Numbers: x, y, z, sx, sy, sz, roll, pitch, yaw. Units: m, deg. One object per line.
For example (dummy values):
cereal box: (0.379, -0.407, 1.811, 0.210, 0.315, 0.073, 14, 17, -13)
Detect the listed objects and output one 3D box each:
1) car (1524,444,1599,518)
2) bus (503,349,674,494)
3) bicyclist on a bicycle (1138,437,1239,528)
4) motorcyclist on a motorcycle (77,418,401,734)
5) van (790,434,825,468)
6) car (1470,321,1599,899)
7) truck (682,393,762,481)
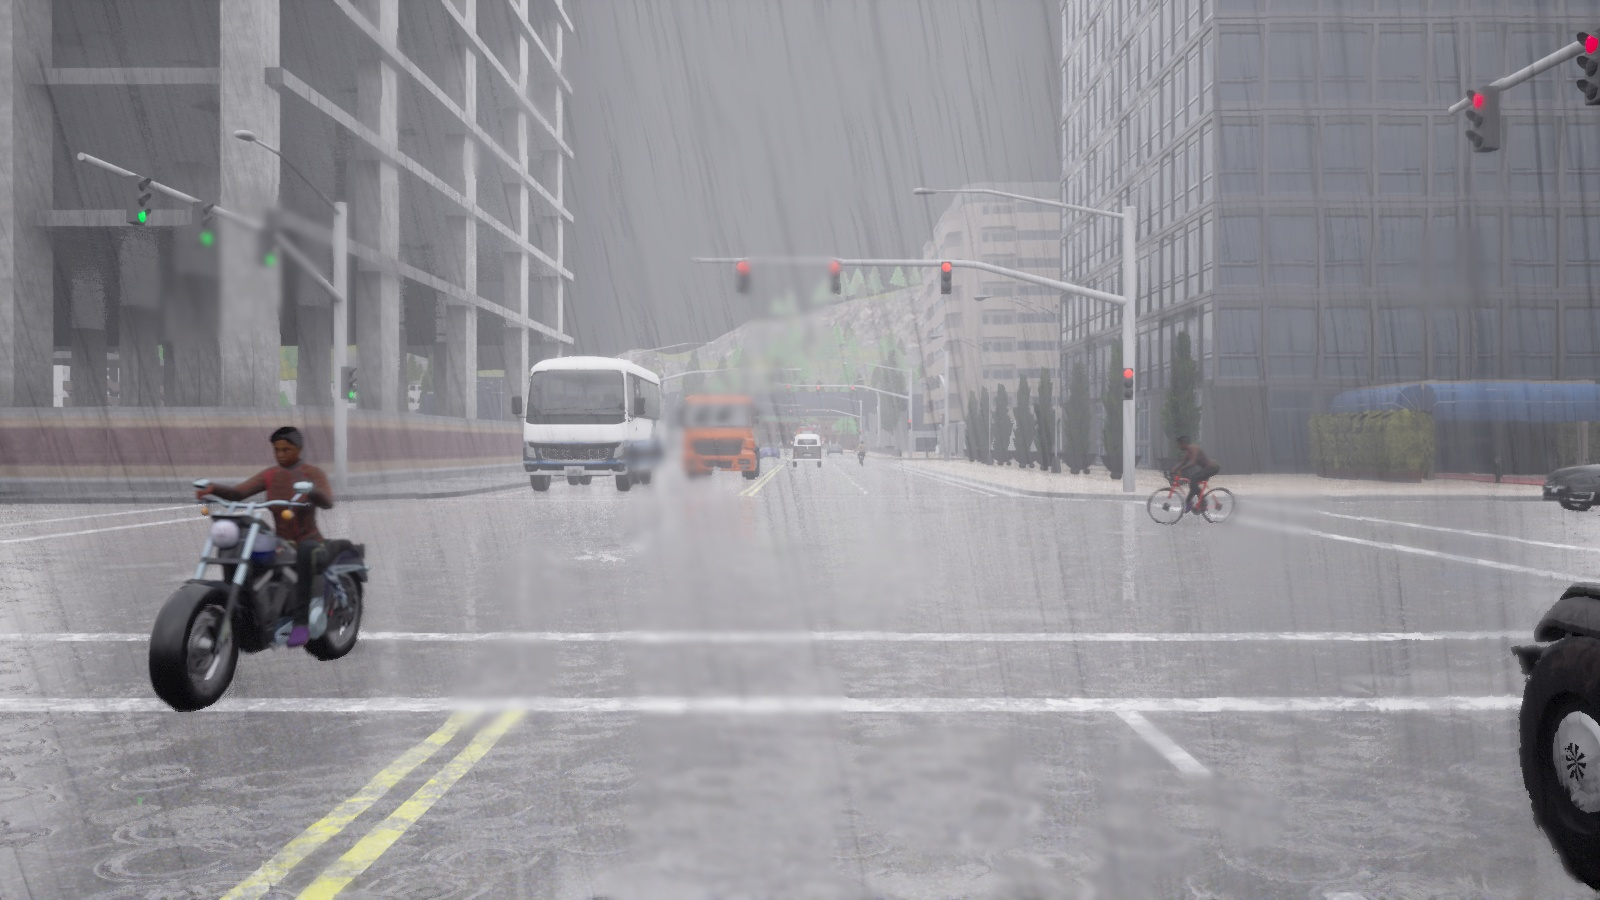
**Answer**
car: (18.164, 0.617, 26.320, 4.892, 1.490, 1.837, 0, 0, 0)
bus: (-6.747, -0.873, 42.103, 3.944, 4.253, 10.273, 0, 0, 0)
bicyclist on a bicycle: (7.036, 0.576, 22.765, 1.656, 1.620, 0.582, 0, 0, -1)
motorcyclist on a motorcycle: (-3.335, 0.650, 7.791, 0.766, 1.649, 2.350, 1, 1, 6)
van: (0.452, 0.032, 77.677, 2.069, 2.038, 4.480, 0, 0, 0)
car: (3.532, 0.529, 2.910, 1.905, 1.878, 3.866, 0, 0, 0)
truck: (-3.185, -0.539, 53.286, 2.891, 3.462, 7.936, 0, 0, 0)
